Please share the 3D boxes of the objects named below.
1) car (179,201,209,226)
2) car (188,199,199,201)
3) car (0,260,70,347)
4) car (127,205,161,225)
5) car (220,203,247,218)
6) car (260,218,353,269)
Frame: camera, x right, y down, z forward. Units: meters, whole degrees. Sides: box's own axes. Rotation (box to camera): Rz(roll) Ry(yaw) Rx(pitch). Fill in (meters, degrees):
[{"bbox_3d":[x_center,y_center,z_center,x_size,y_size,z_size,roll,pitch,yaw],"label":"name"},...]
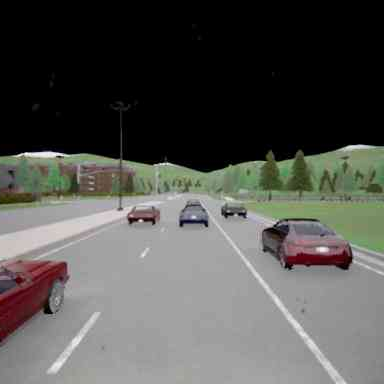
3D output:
[{"bbox_3d":[0.118,1.566,23.274,1.994,1.385,4.181,0,0,0],"label":"car"},{"bbox_3d":[0.133,1.550,41.563,2.033,1.411,5.357,0,0,0],"label":"car"},{"bbox_3d":[-3.392,1.600,4.620,1.895,1.301,4.718,0,0,0],"label":"car"},{"bbox_3d":[-3.383,1.602,24.234,1.895,1.301,4.718,0,0,0],"label":"car"},{"bbox_3d":[3.622,1.604,29.638,1.895,1.301,4.718,0,0,0],"label":"car"},{"bbox_3d":[3.612,1.566,11.209,1.994,1.385,4.181,0,0,0],"label":"car"}]
